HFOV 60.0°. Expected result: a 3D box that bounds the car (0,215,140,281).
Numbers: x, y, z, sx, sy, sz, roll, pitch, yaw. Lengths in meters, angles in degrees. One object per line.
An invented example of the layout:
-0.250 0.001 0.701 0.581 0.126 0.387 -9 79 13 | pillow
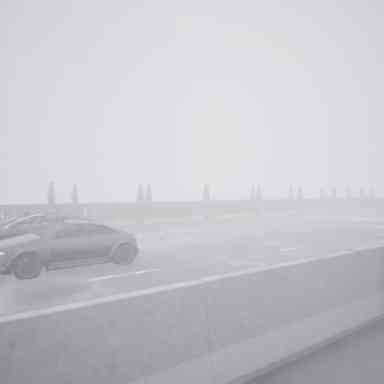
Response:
-3.699 1.557 9.950 4.181 1.385 1.994 0 0 -35 | car

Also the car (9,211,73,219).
-6.019 1.486 12.594 4.902 1.511 2.128 0 0 -35 | car
